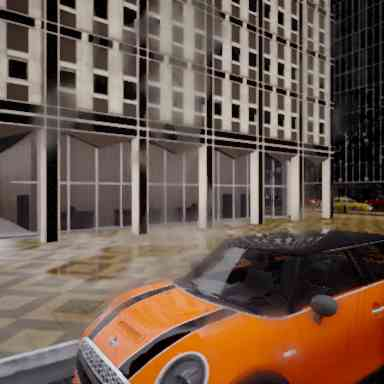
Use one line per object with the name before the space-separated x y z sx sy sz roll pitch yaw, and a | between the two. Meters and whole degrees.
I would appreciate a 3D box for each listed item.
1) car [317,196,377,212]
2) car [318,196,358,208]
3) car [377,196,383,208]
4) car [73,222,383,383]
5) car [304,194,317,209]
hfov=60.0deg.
car | 15.765 1.270 34.003 1.752 1.417 4.829 0 0 -36
car | 19.223 1.254 43.819 2.008 1.369 4.403 0 0 -36
car | 22.619 1.176 39.267 1.967 1.590 4.097 0 0 -36
car | 0.990 1.338 4.081 4.553 1.767 2.097 0 0 -35
car | 12.319 1.026 38.727 2.192 1.841 5.009 0 0 -36
